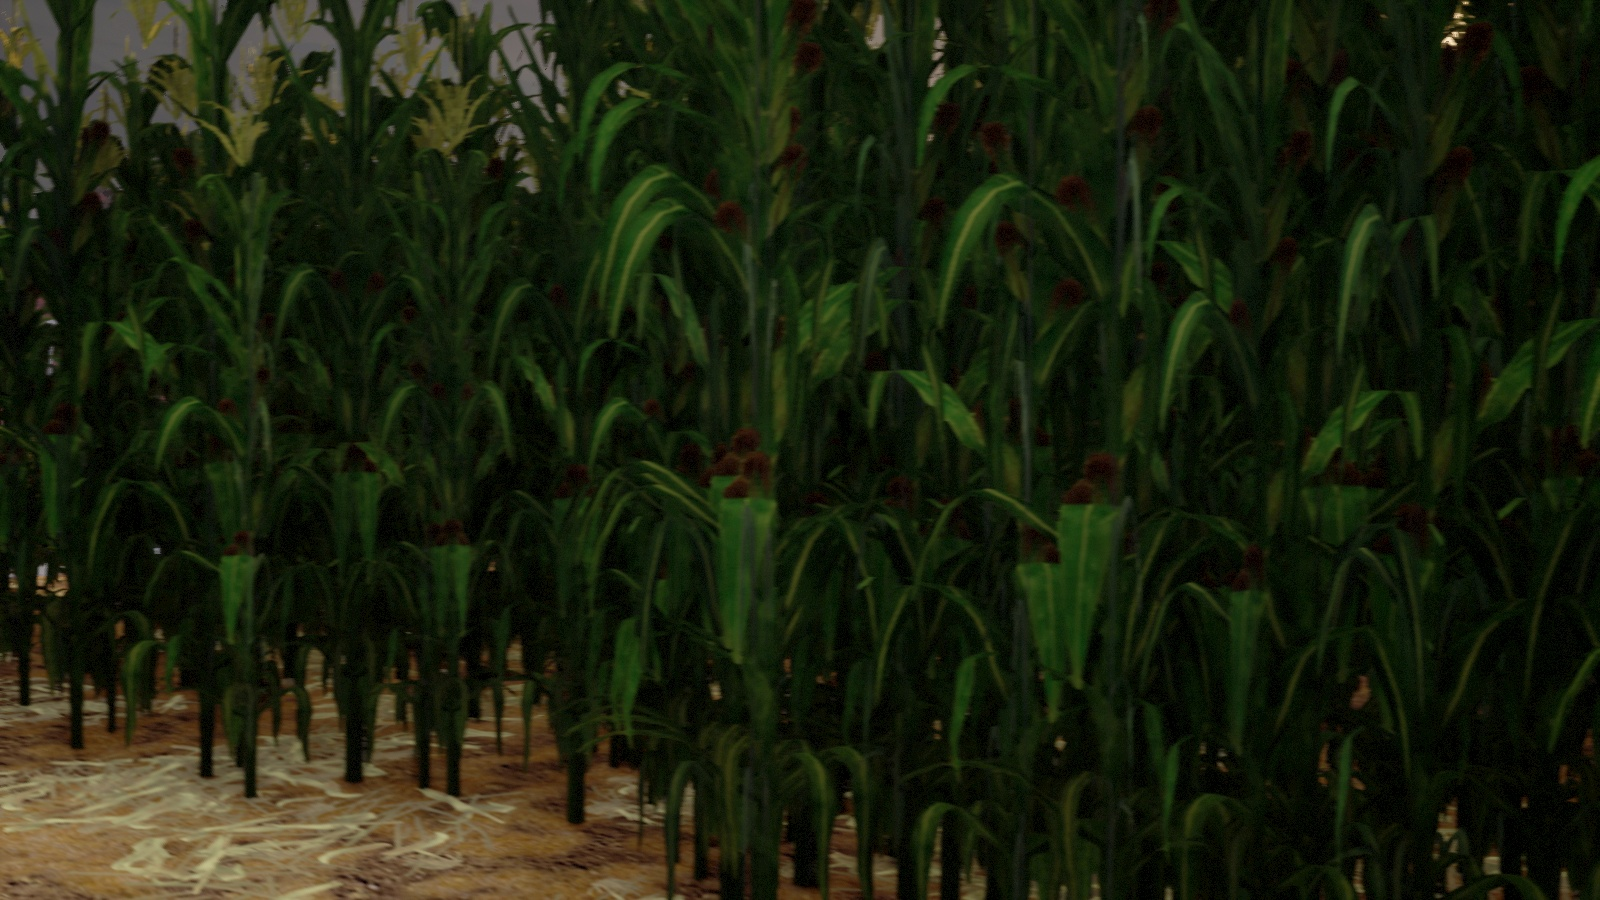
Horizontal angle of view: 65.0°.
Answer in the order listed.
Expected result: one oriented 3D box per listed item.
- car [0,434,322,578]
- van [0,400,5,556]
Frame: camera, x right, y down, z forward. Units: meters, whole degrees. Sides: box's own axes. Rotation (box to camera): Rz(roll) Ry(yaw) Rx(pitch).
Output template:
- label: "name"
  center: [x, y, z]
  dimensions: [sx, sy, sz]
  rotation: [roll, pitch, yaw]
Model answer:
- label: "car"
  center: [-8.052, 0.558, 15.164]
  dimensions: [1.970, 1.475, 3.806]
  rotation: [0, 1, 33]
- label: "van"
  center: [-12.113, 0.390, 14.638]
  dimensions: [1.775, 1.987, 4.442]
  rotation: [0, 1, 33]
